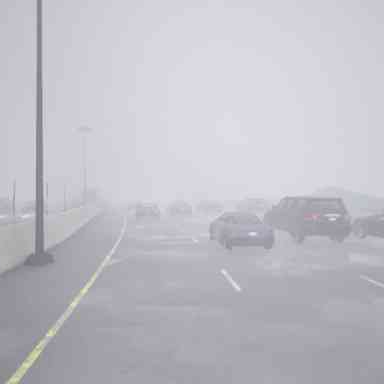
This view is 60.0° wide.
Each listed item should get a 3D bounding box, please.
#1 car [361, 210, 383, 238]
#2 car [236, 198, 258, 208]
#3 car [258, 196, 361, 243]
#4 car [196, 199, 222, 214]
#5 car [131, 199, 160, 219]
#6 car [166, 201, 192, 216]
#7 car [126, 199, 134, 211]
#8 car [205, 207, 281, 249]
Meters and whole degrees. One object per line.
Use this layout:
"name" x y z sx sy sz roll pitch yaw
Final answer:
"car" 9.077 1.476 14.623 2.128 1.511 4.902 0 0 -7
"car" 5.886 1.325 32.560 2.097 1.767 4.553 0 0 -13
"car" 5.353 1.206 16.214 2.150 2.045 5.566 0 0 -8
"car" 1.801 1.498 34.664 1.812 1.442 4.674 0 0 -13
"car" -3.956 1.578 28.579 1.895 1.301 4.718 0 0 -12
"car" -1.325 1.537 32.734 1.994 1.385 4.181 0 0 -13
"car" -7.111 1.570 40.995 1.895 1.301 4.718 0 0 -16
"car" 2.018 1.551 14.529 1.994 1.385 4.181 0 0 -8
